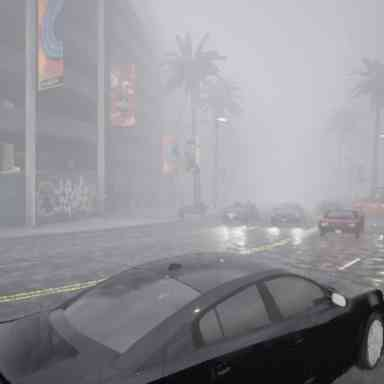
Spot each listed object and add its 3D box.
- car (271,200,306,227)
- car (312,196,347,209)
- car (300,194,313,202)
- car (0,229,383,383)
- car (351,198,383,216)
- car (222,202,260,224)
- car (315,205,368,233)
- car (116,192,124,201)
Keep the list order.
[{"bbox_3d":[6.801,1.510,23.088,1.812,1.442,4.674,0,0,26],"label":"car"},{"bbox_3d":[13.442,1.488,32.797,1.837,1.490,4.892,0,1,11],"label":"car"},{"bbox_3d":[29.243,1.301,83.729,2.185,1.767,4.553,0,0,10],"label":"car"},{"bbox_3d":[0.468,1.475,3.855,5.008,1.535,1.882,0,0,-40],"label":"car"},{"bbox_3d":[16.863,1.334,32.053,2.097,1.767,4.553,0,0,11],"label":"car"},{"bbox_3d":[3.702,1.475,24.690,2.128,1.511,4.902,0,0,25],"label":"car"},{"bbox_3d":[8.129,1.591,17.888,1.895,1.301,4.718,0,0,30],"label":"car"},{"bbox_3d":[-11.626,0.978,53.577,2.435,2.045,5.566,0,0,10],"label":"car"}]
